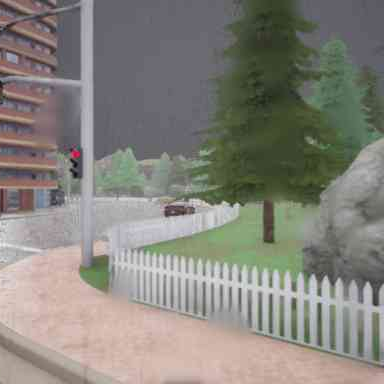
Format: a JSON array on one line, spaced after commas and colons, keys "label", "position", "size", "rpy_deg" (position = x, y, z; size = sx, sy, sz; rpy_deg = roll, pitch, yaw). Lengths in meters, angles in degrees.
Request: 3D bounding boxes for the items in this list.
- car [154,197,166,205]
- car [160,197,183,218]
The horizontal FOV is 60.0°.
[{"label": "car", "position": [-5.093, 1.548, 58.266], "size": [1.882, 1.535, 5.008], "rpy_deg": [0, 0, -25]}, {"label": "car", "position": [-1.039, 1.482, 29.595], "size": [1.882, 1.535, 5.008], "rpy_deg": [0, 0, 12]}]
